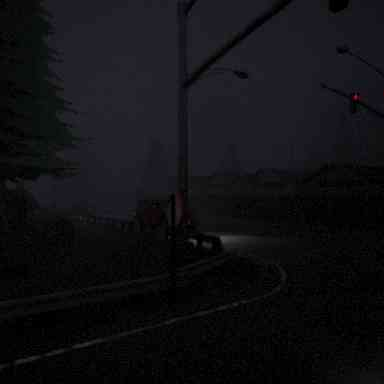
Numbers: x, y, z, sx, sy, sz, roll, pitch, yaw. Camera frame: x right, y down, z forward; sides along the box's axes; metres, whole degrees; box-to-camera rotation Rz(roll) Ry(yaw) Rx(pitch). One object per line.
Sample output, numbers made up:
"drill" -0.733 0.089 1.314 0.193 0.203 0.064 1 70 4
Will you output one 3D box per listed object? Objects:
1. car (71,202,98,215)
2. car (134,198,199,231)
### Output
"car" -11.753 1.741 36.069 1.994 1.385 4.181 0 0 -34
"car" -1.827 1.401 21.691 2.150 2.045 5.566 0 0 -35
